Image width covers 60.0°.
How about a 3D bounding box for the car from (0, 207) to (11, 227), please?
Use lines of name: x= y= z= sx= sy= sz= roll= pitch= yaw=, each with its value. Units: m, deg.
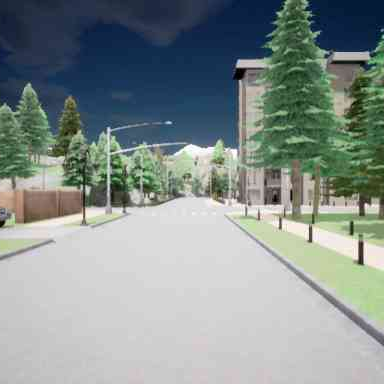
car: x=-12.680 y=1.139 z=18.434 sx=4.605 sy=1.855 sz=1.932 roll=0 pitch=0 yaw=0
